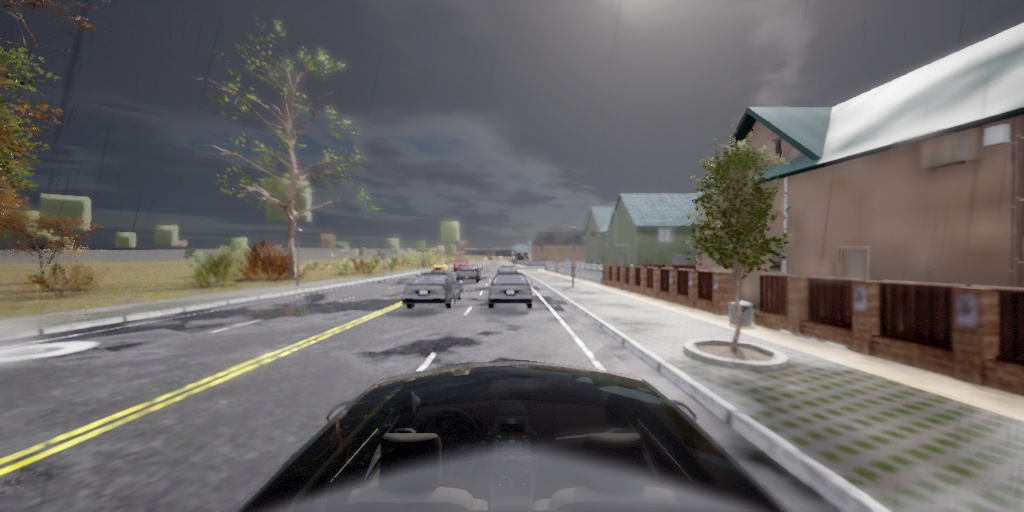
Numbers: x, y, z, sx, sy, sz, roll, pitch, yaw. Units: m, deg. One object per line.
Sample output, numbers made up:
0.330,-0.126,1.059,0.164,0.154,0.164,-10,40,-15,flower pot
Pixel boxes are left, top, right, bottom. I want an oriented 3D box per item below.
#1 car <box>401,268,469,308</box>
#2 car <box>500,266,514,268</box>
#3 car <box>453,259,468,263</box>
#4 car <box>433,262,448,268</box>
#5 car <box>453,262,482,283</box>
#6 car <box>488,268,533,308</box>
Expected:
-3.337,1.428,15.887,2.033,1.411,5.357,0,0,-1,car
-0.426,1.564,31.012,2.033,1.411,5.357,0,0,-2,car
-8.140,1.465,57.590,2.150,2.045,5.566,0,-1,-3,car
-11.364,1.737,56.954,1.882,1.535,5.008,0,-1,-3,car
-3.682,1.514,31.227,2.128,1.511,4.902,0,0,-2,car
-0.088,1.427,15.933,2.033,1.411,5.357,0,0,-1,car
